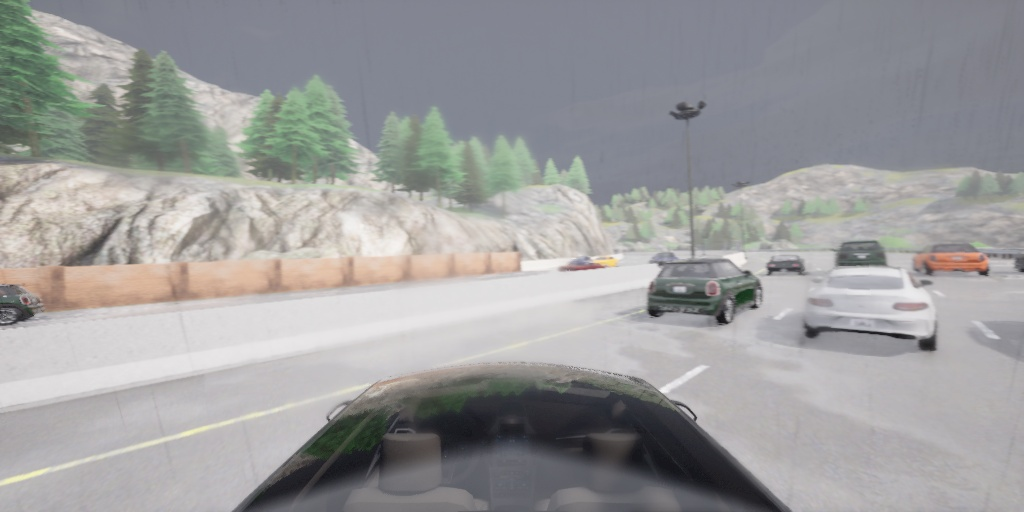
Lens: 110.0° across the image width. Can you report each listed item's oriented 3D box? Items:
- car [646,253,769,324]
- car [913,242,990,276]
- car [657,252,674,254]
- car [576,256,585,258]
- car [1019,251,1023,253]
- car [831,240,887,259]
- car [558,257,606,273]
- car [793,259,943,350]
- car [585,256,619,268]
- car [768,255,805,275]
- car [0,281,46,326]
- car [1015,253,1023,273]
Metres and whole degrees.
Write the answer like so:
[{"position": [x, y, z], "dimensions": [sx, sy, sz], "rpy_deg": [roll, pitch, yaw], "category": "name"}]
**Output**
[{"position": [5.974, 0.840, 10.985], "dimensions": [4.553, 1.767, 2.097], "rpy_deg": [-2, 0, -44], "category": "car"}, {"position": [23.744, 0.097, 19.602], "dimensions": [2.097, 1.767, 4.553], "rpy_deg": [-2, 0, 41], "category": "car"}, {"position": [16.006, 0.382, 37.845], "dimensions": [2.097, 1.767, 4.553], "rpy_deg": [-2, 0, 39], "category": "car"}, {"position": [8.842, 0.755, 45.662], "dimensions": [1.812, 1.442, 4.674], "rpy_deg": [-2, 0, 37], "category": "car"}, {"position": [26.174, 0.141, 17.058], "dimensions": [2.128, 1.511, 4.902], "rpy_deg": [-2, 0, 41], "category": "car"}, {"position": [21.233, 0.065, 22.000], "dimensions": [2.150, 2.045, 5.566], "rpy_deg": [-2, 0, 41], "category": "car"}, {"position": [5.996, 1.054, 31.408], "dimensions": [1.895, 1.301, 4.718], "rpy_deg": [-2, 0, 42], "category": "car"}, {"position": [7.825, 0.944, 7.911], "dimensions": [4.674, 1.442, 1.812], "rpy_deg": [-2, 0, -44], "category": "car"}, {"position": [11.055, 0.704, 42.829], "dimensions": [1.882, 1.535, 5.008], "rpy_deg": [-2, 0, 38], "category": "car"}, {"position": [18.466, 0.555, 24.140], "dimensions": [1.895, 1.301, 4.718], "rpy_deg": [-2, 0, 41], "category": "car"}, {"position": [-22.234, 1.992, 14.103], "dimensions": [4.553, 1.767, 2.097], "rpy_deg": [-2, 0, -41], "category": "car"}, {"position": [10.802, 0.791, 5.911], "dimensions": [4.902, 1.511, 2.128], "rpy_deg": [-2, 0, -44], "category": "car"}]
